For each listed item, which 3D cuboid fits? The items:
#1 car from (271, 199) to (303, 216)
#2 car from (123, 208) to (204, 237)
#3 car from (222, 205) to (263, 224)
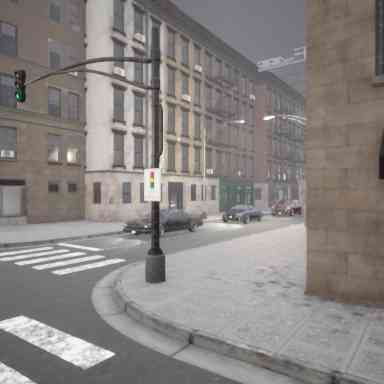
[{"bbox_3d":[9.979,1.542,34.789,2.097,1.767,4.553,0,0,35],"label":"car"},{"bbox_3d":[-1.389,1.634,18.861,2.033,1.411,5.357,0,0,35],"label":"car"},{"bbox_3d":[4.064,1.700,26.503,1.994,1.385,4.181,0,0,36],"label":"car"}]
